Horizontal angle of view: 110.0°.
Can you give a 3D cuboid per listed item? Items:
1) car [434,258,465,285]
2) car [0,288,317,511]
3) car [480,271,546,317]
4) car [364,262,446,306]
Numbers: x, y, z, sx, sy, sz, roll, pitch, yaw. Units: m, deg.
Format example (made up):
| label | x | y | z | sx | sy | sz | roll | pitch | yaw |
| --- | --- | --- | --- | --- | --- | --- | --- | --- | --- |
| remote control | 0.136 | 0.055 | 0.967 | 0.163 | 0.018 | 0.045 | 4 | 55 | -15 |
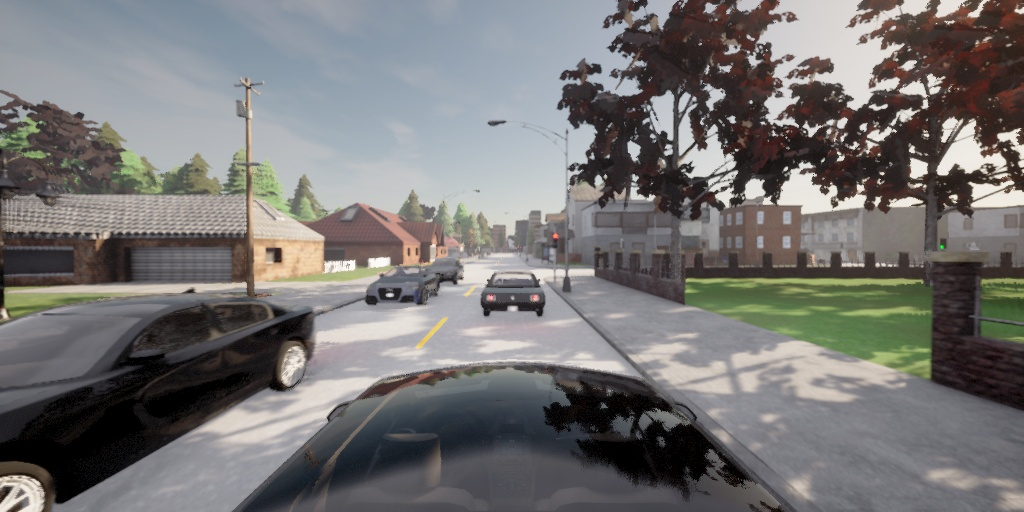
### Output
| label | x | y | z | sx | sy | sz | roll | pitch | yaw |
| --- | --- | --- | --- | --- | --- | --- | --- | --- | --- |
| car | -4.059 | 0.882 | 22.128 | 1.837 | 1.490 | 4.892 | 0 | 1 | 0 |
| car | -4.099 | 1.192 | 3.763 | 1.882 | 1.535 | 5.008 | 0 | 1 | 0 |
| car | 0.054 | 1.157 | 12.244 | 1.895 | 1.301 | 4.718 | 0 | 1 | 1 |
| car | -4.107 | 1.090 | 14.057 | 1.994 | 1.385 | 4.181 | 0 | 1 | 0 |
